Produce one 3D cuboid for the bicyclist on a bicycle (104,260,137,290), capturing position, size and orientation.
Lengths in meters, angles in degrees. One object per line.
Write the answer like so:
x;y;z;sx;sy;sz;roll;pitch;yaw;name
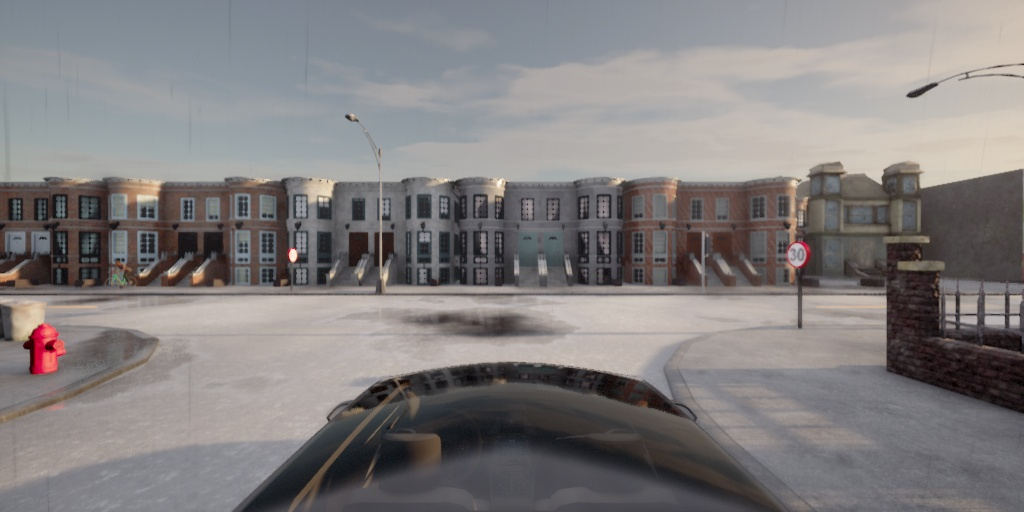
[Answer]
-21.801;1.069;19.999;0.582;1.620;1.656;0;0;0;bicyclist on a bicycle
